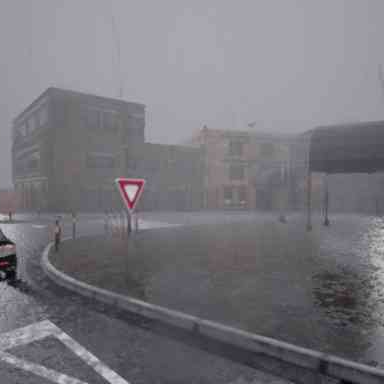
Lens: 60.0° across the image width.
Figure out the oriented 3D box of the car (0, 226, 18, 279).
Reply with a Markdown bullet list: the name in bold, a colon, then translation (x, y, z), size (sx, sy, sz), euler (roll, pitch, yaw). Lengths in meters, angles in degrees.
- **car**: translation (-6.236, 1.466, 9.086), size (2.128, 1.511, 4.902), euler (0, 1, -41)
